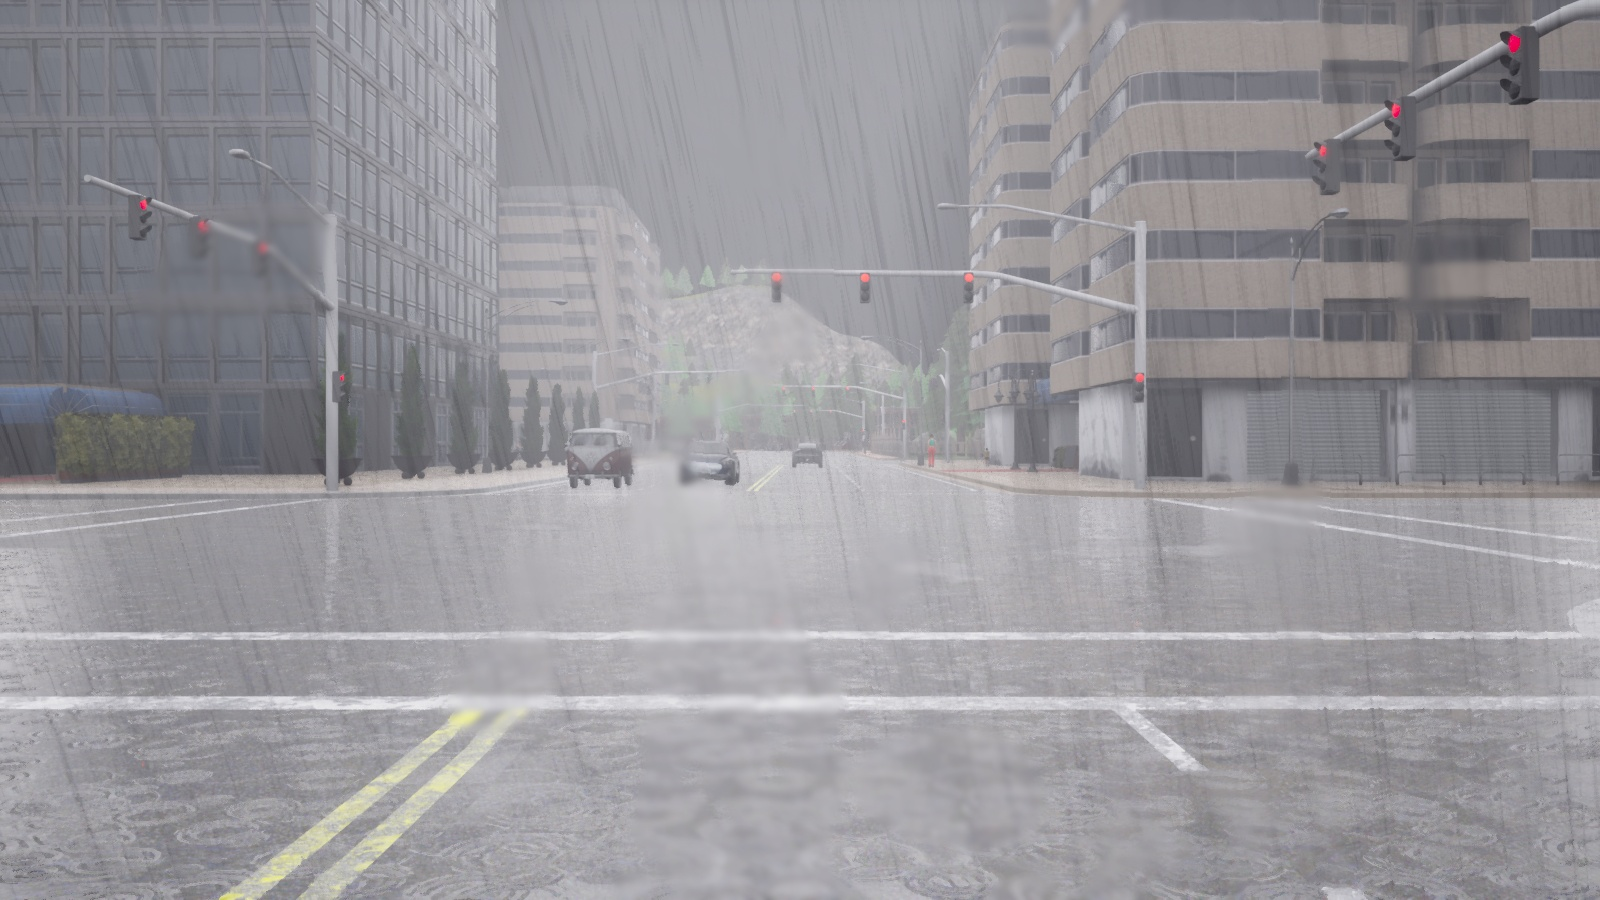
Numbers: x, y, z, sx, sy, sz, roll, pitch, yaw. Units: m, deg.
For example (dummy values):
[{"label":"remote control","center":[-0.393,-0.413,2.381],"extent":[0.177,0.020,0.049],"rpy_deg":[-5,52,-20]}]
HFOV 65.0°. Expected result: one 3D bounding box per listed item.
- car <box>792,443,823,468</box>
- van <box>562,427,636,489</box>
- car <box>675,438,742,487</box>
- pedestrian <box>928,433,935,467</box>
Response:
[{"label":"car","center":[0.453,0.319,76.675],"extent":[1.837,1.490,4.892],"rpy_deg":[0,0,0]},{"label":"van","center":[-6.741,0.255,42.614],"extent":[1.775,1.987,4.442],"rpy_deg":[0,0,0]},{"label":"car","center":[-3.226,0.420,45.185],"extent":[2.033,1.649,4.856],"rpy_deg":[0,0,0]},{"label":"pedestrian","center":[7.154,0.021,68.199],"extent":[0.345,1.836,0.594],"rpy_deg":[0,0,0]}]
